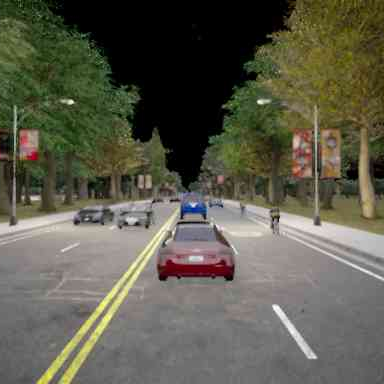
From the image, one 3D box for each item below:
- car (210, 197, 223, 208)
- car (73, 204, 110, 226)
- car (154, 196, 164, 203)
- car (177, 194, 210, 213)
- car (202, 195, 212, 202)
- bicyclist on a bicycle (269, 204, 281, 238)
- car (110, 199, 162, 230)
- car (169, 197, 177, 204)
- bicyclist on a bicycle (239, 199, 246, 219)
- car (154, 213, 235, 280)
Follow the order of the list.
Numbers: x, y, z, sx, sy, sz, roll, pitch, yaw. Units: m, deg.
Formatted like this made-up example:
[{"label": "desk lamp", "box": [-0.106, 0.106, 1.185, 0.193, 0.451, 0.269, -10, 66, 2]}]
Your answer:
[{"label": "car", "box": [3.351, 1.465, 47.446, 2.033, 1.411, 5.357, 0, 0, 0]}, {"label": "car", "box": [-6.597, 1.508, 22.830, 1.994, 1.385, 4.181, 0, 0, 0]}, {"label": "car", "box": [-6.507, 1.511, 64.608, 1.895, 1.301, 4.718, 0, 0, 0]}, {"label": "car", "box": [0.100, 1.158, 28.412, 2.150, 2.045, 5.566, 0, 0, 0]}, {"label": "car", "box": [3.254, 1.475, 73.309, 1.994, 1.385, 4.181, 0, 0, 0]}, {"label": "bicyclist on a bicycle", "box": [4.142, 1.412, 16.638, 0.582, 1.620, 1.656, 0, 0, 0]}, {"label": "car", "box": [-3.347, 1.440, 20.856, 2.128, 1.511, 4.902, 0, 0, 0]}, {"label": "car", "box": [-3.263, 1.514, 62.984, 1.895, 1.301, 4.718, 0, 0, 0]}, {"label": "bicyclist on a bicycle", "box": [4.142, 1.393, 27.057, 0.582, 1.620, 1.656, 0, 0, 0]}, {"label": "car", "box": [0.100, 1.537, 9.872, 1.994, 1.385, 4.181, 0, 0, 0]}]
